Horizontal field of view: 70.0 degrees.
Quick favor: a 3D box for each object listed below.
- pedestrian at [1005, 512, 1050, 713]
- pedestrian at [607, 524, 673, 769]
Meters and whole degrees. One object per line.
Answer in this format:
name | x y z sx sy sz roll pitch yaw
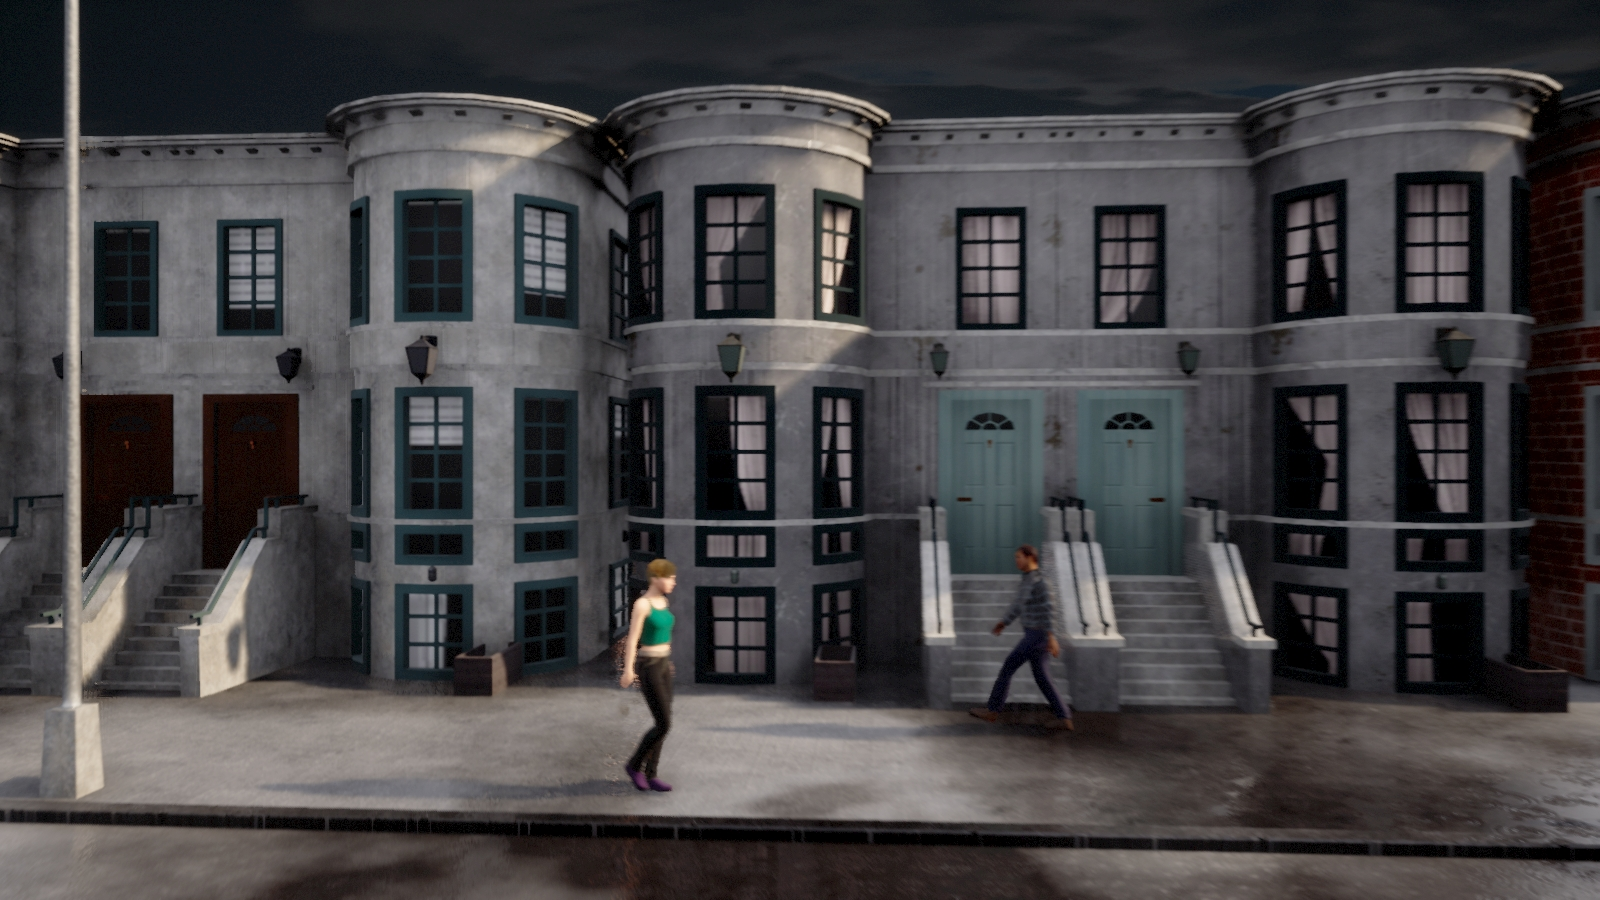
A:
pedestrian | 2.164 1.528 10.881 0.375 1.860 0.375 0 0 5
pedestrian | -1.264 1.530 9.048 0.375 1.860 0.375 0 0 22
